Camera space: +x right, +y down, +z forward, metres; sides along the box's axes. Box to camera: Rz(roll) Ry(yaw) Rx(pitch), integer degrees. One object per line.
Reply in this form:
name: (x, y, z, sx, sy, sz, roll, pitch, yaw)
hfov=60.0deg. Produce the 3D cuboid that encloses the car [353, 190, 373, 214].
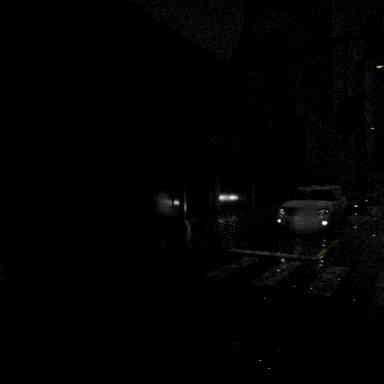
car: (11.707, 0.786, 24.497, 2.033, 1.411, 5.357, 0, 1, 34)

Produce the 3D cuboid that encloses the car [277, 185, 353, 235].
car: (5.892, 0.723, 15.780, 2.150, 2.045, 5.566, 0, 1, 34)

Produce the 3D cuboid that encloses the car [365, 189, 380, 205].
car: (17.630, 0.510, 33.363, 1.837, 1.490, 4.892, 0, 1, 34)
